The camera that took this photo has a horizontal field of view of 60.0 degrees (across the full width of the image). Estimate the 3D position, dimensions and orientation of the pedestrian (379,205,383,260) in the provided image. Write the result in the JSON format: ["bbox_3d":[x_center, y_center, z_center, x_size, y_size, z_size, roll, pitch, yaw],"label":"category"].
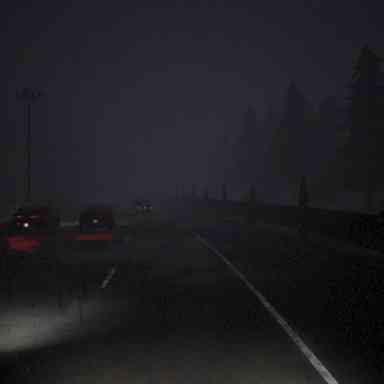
[{"bbox_3d":[5.903,1.143,10.101,0.375,1.860,0.375,0,0,-6],"label":"pedestrian"}]

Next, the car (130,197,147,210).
[{"bbox_3d":[-7.165,1.484,44.281,1.882,1.535,5.008,0,0,-12],"label":"car"}]

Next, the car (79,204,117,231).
[{"bbox_3d":[-5.809,1.481,20.763,1.882,1.535,5.008,0,0,-11],"label":"car"}]

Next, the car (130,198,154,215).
[{"bbox_3d":[-5.002,1.553,34.210,2.033,1.411,5.357,0,0,-12],"label":"car"}]

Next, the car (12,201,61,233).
[{"bbox_3d":[-9.223,1.506,19.994,1.837,1.490,4.892,0,-1,-11],"label":"car"}]
